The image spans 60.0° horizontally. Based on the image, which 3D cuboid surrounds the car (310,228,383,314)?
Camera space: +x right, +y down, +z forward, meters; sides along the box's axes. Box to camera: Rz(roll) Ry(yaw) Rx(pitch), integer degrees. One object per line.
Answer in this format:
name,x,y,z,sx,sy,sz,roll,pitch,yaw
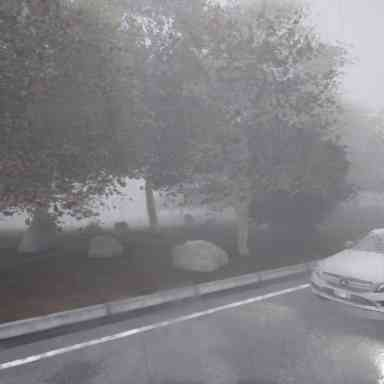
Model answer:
car,4.556,1.525,7.200,4.674,1.442,1.812,0,0,-35
